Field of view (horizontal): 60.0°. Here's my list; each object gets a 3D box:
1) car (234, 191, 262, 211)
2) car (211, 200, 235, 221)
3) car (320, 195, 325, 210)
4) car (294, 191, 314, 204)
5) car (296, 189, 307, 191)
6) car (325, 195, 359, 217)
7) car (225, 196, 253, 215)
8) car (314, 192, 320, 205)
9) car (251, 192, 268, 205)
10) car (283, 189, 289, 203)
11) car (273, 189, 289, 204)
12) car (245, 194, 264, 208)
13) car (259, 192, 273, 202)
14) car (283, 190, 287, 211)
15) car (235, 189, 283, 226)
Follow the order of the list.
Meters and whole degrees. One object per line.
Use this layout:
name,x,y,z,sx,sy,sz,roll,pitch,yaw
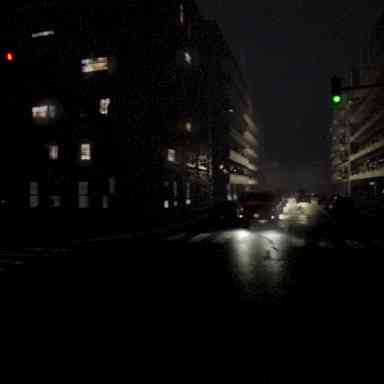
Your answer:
car,6.013,0.887,35.171,2.192,1.841,5.009,0,1,17
car,2.652,1.270,24.318,1.947,1.339,4.313,0,1,17
car,14.019,1.030,32.695,1.967,1.590,4.097,0,1,17
car,15.798,0.983,47.181,1.994,1.385,4.181,0,1,17
car,19.463,0.498,59.167,2.150,2.045,5.566,0,1,17
car,12.338,1.096,27.268,1.967,1.590,4.097,0,1,17
car,4.282,1.165,29.583,1.752,1.417,4.829,0,1,17
car,17.381,1.041,43.553,1.802,1.307,4.206,0,1,17
car,9.375,0.881,46.028,1.967,1.590,4.097,0,1,17
car,10.398,0.855,40.534,2.097,1.767,4.553,0,1,17
car,13.565,0.604,50.606,2.150,2.045,5.566,0,1,18
car,7.644,1.033,40.438,1.752,1.417,4.829,0,1,17
car,12.736,0.751,56.884,1.967,1.590,4.097,0,1,17
car,7.462,0.970,31.082,2.097,1.767,4.553,0,1,17
car,4.510,0.956,21.619,2.150,2.045,5.566,0,1,18
